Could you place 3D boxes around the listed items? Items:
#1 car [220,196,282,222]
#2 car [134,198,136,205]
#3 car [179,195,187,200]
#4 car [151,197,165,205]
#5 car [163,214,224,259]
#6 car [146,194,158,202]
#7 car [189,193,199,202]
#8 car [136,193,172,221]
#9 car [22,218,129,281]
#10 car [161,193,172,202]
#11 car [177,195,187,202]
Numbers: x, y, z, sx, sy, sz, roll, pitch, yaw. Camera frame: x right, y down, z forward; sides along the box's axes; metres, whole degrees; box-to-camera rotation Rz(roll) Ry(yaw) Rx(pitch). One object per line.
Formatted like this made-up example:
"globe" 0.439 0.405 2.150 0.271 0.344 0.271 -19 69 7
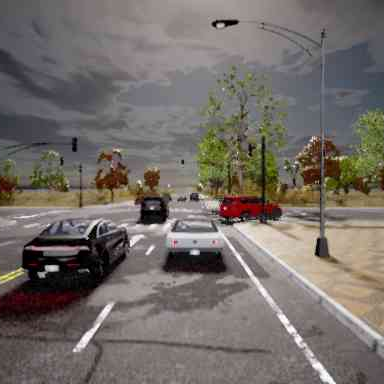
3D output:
"car" 4.888 1.339 27.384 5.566 2.045 2.150 -1 -1 -33
"car" -9.531 1.545 62.384 1.882 1.535 5.008 0 0 1
"car" -2.516 1.522 91.333 1.994 1.385 4.181 0 0 1
"car" -6.277 1.616 62.367 2.033 1.411 5.357 0 0 2
"car" 0.097 1.619 12.746 1.895 1.301 4.718 0 0 0
"car" -9.246 1.425 77.747 2.097 1.767 4.553 0 0 1
"car" 0.559 1.296 80.891 2.150 2.045 5.566 0 0 1
"car" -3.198 1.342 29.180 2.150 2.045 5.566 0 1 0
"car" -3.153 1.507 9.917 2.128 1.511 4.902 0 0 0
"car" -5.988 1.298 78.167 2.150 2.045 5.566 0 0 1
"car" -2.684 1.665 81.329 1.895 1.301 4.718 0 0 1
